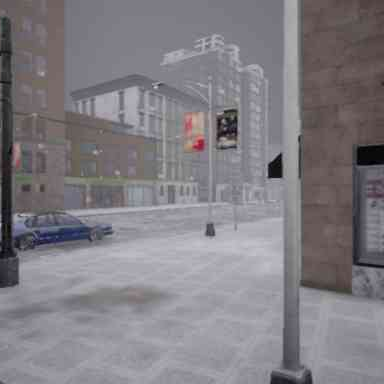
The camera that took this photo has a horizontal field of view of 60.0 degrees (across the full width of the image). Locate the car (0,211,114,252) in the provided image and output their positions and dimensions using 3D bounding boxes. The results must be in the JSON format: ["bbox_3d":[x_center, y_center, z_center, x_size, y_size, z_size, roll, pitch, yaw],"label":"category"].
[{"bbox_3d":[-5.962,1.522,13.979,2.033,1.411,5.357,0,0,40],"label":"car"}]
